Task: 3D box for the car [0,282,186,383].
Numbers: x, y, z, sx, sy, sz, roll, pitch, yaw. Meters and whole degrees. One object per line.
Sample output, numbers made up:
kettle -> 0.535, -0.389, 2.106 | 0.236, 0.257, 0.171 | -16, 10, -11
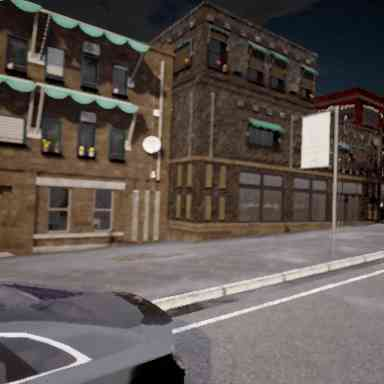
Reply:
car -> -2.323, 1.492, 2.029 | 4.902, 1.511, 2.128 | 0, 0, -36
